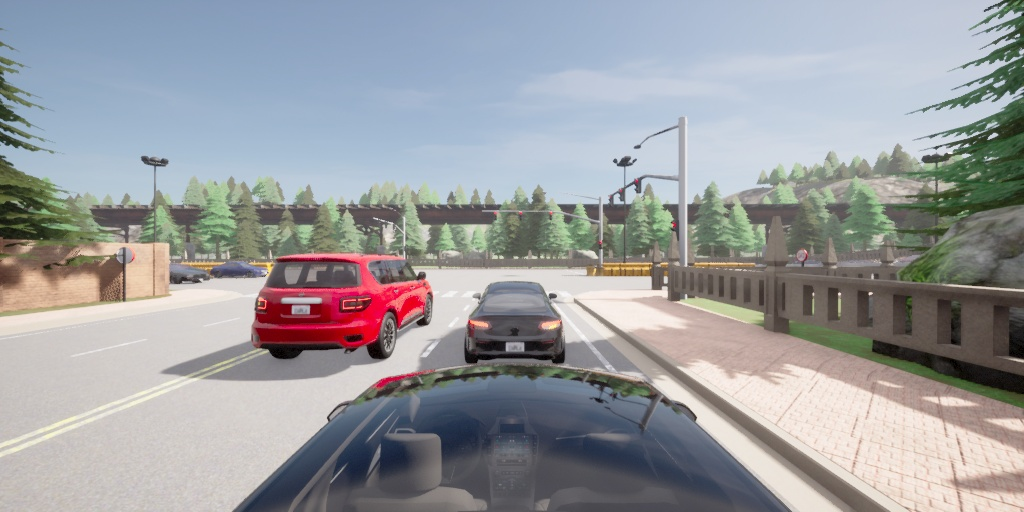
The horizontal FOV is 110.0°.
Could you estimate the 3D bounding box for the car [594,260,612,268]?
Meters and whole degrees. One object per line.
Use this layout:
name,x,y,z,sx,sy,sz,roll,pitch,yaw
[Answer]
car,12.206,1.241,43.132,4.902,1.511,2.128,0,0,0

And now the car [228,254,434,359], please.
car,-3.441,0.971,8.531,2.150,2.045,5.566,0,0,0

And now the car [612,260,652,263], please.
car,14.284,1.297,39.623,5.357,1.411,2.033,0,0,0

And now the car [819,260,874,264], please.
car,37.784,1.154,39.574,5.357,1.411,2.033,-2,0,0

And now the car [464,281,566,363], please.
car,0.062,1.276,7.980,1.812,1.442,4.674,0,0,0

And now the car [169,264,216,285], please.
car,-24.846,1.297,25.595,5.357,1.411,2.033,0,0,0

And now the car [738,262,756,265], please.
car,27.593,1.351,43.081,4.718,1.301,1.895,0,0,0

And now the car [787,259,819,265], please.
car,37.745,1.155,46.568,5.357,1.411,2.033,-2,0,0

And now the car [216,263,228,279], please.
car,-24.696,1.276,32.594,4.674,1.442,1.812,1,0,0
